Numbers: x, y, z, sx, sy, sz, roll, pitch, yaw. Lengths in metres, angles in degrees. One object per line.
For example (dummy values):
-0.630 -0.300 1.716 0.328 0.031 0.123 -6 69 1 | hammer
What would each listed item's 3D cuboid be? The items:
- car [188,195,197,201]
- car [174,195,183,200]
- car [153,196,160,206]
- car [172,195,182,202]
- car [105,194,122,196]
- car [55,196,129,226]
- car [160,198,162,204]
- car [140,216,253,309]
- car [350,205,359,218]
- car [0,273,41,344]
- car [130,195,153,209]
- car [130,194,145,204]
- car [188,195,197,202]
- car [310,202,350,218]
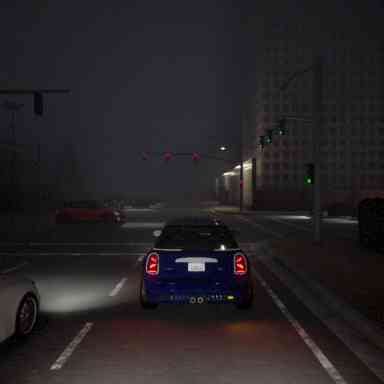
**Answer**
0.132 1.540 83.814 2.033 1.411 5.357 0 0 0 | car
-3.368 1.423 83.754 1.895 1.301 4.718 0 0 0 | car
-6.993 1.505 55.195 1.837 1.490 4.892 0 0 0 | car
-3.384 1.469 73.501 1.882 1.535 5.008 0 0 0 | car
-10.521 1.221 44.067 2.150 2.045 5.566 0 0 0 | car
-7.017 1.380 23.204 4.553 1.767 2.097 0 0 0 | car
-6.940 1.564 65.241 1.994 1.385 4.181 0 0 0 | car
0.095 1.352 8.032 2.097 1.767 4.553 0 0 0 | car
15.844 1.560 26.915 4.892 1.490 1.837 0 0 0 | car
-3.433 1.526 3.599 1.812 1.442 4.674 0 0 1 | car
-7.012 1.526 46.301 1.812 1.442 4.674 0 0 0 | car
-10.449 1.352 63.619 2.097 1.767 4.553 0 0 1 | car
0.123 1.355 73.832 2.097 1.767 4.553 0 0 0 | car
12.999 1.619 30.415 4.181 1.385 1.994 0 0 0 | car
